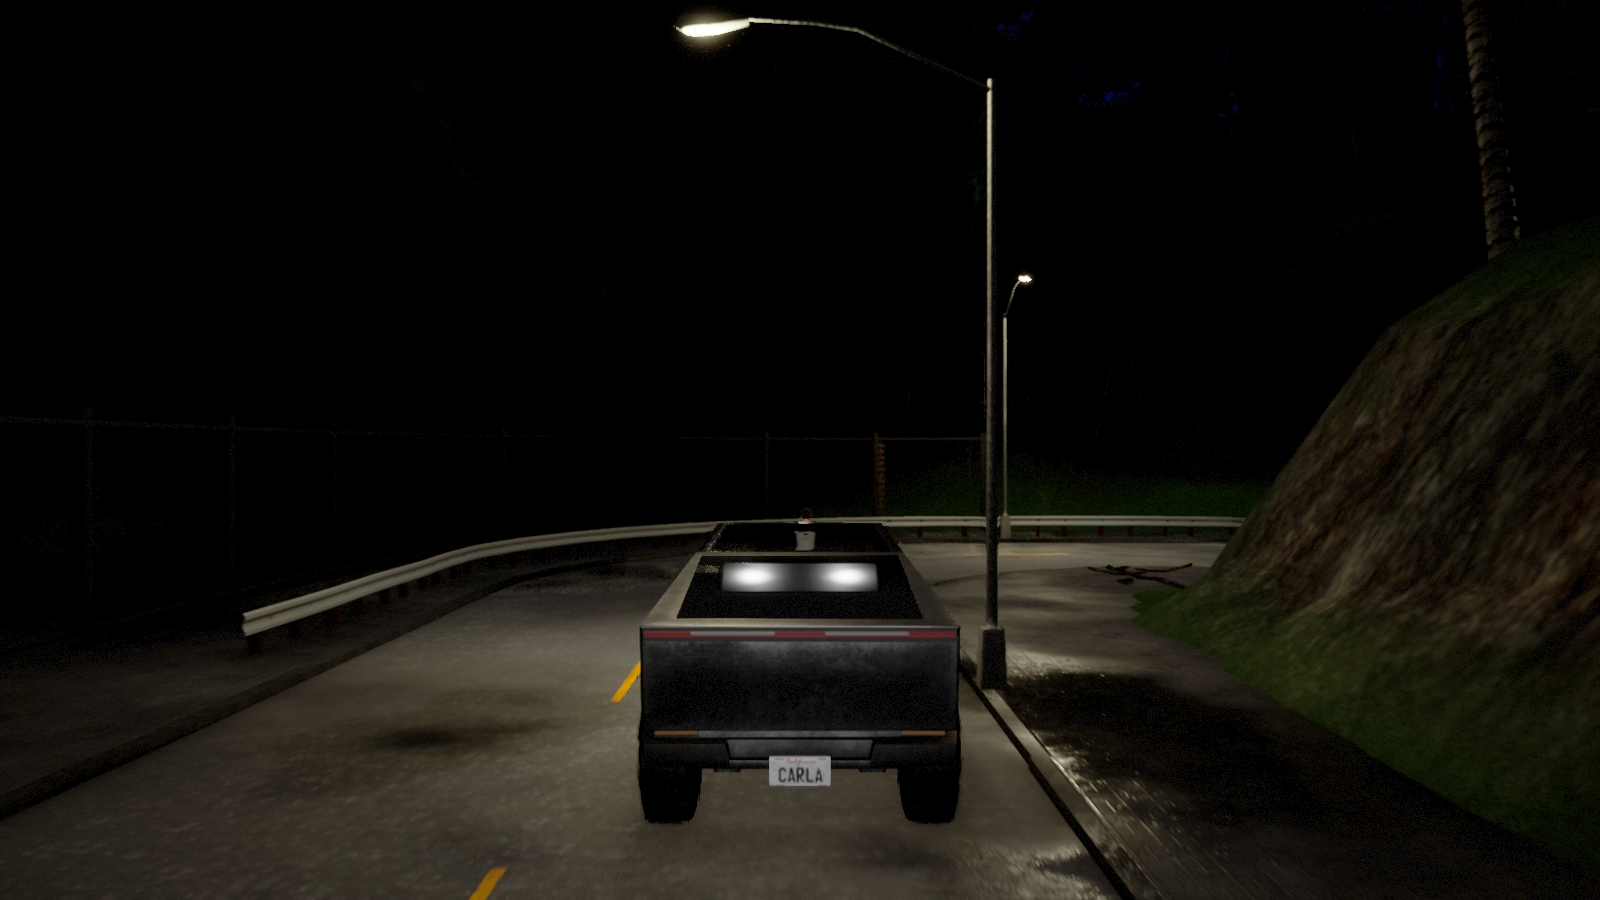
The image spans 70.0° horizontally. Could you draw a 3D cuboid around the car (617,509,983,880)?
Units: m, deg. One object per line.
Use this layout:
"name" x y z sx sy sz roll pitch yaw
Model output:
"car" -0.001 1.754 10.590 2.390 2.098 6.274 0 0 0
